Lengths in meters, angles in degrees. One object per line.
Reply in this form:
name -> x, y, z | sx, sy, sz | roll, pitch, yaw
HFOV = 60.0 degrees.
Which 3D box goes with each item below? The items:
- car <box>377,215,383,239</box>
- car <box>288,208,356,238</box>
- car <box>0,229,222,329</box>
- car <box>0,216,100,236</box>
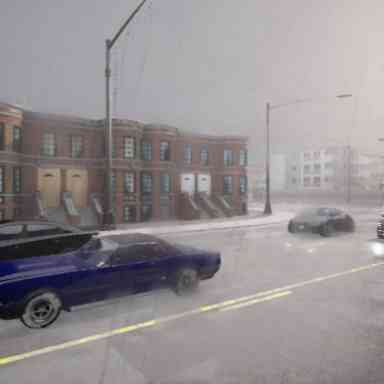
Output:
car -> 10.616, 1.479, 16.127 | 4.892, 1.490, 1.837 | 0, 0, -44
car -> 6.920, 1.540, 17.650 | 4.181, 1.385, 1.994 | 0, 0, -40
car -> -1.719, 1.597, 7.047 | 4.718, 1.301, 1.895 | 0, 0, -36
car -> -4.973, 1.477, 9.027 | 5.008, 1.535, 1.882 | -1, 1, -35
